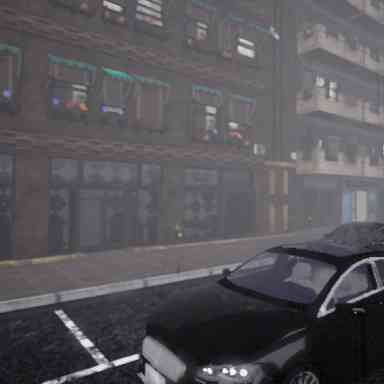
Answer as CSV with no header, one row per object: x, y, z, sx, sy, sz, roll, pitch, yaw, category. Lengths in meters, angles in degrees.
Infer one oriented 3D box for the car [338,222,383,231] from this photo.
5.338,1.638,10.370,4.313,1.339,1.947,0,0,-36,car

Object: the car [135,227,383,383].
1.648,1.519,4.555,4.902,1.511,2.128,0,0,-36,car
